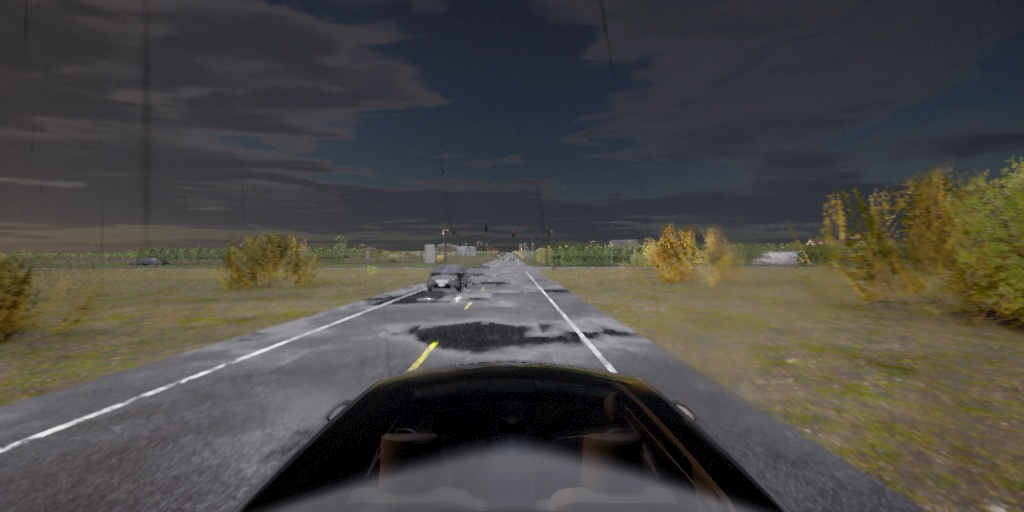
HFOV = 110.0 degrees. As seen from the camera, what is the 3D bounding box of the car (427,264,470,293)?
[{"bbox_3d":[-3.605,1.231,20.882,2.128,1.511,4.902,0,0,0],"label":"car"}]
